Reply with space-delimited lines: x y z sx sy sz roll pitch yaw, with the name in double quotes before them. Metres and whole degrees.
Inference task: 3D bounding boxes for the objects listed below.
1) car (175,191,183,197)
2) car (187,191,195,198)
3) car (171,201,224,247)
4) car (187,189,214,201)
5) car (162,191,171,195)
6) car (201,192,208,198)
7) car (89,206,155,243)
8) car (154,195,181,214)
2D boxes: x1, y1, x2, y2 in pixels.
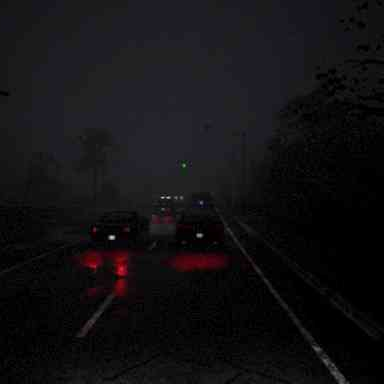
"car" -3.494 0.406 91.769 1.837 1.490 4.892 0 3 3
"car" -0.234 0.620 86.386 2.033 1.411 5.357 0 3 3
"car" 0.338 1.393 14.565 1.882 1.535 5.008 0 1 1
"car" 0.939 1.036 32.165 2.150 2.045 5.566 0 0 3
"car" -6.990 0.404 91.927 1.837 1.490 4.892 0 3 3
"car" 3.264 0.676 86.261 1.895 1.301 4.718 0 3 3
"car" -3.141 1.510 15.481 1.895 1.301 4.718 0 0 1
"car" -2.567 1.303 32.458 2.128 1.511 4.902 0 0 2
